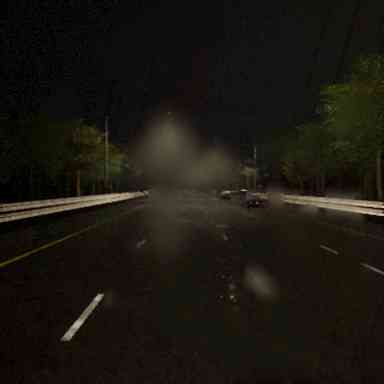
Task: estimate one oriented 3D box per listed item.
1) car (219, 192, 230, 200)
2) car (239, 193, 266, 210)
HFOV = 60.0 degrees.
[{"bbox_3d":[6.099,0.712,62.476,2.033,1.411,5.357,0,1,2],"label":"car"},{"bbox_3d":[6.416,1.094,35.367,2.033,1.411,5.357,0,1,-1],"label":"car"}]
